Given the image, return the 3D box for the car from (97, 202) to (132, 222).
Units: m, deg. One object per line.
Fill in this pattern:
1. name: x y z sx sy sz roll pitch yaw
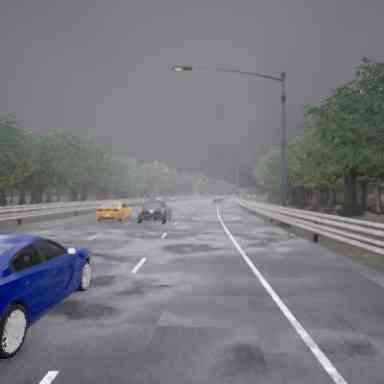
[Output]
1. car: -6.244 1.568 27.357 1.882 1.535 5.008 0 0 2

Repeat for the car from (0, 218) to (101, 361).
1. car: -3.341 1.494 5.984 1.882 1.535 5.008 0 0 1

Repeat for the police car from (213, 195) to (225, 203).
1. police car: 5.809 1.759 76.085 1.930 1.638 5.238 0 0 7

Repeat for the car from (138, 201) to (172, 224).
1. car: -2.801 1.440 25.872 2.097 1.767 4.553 0 0 2
